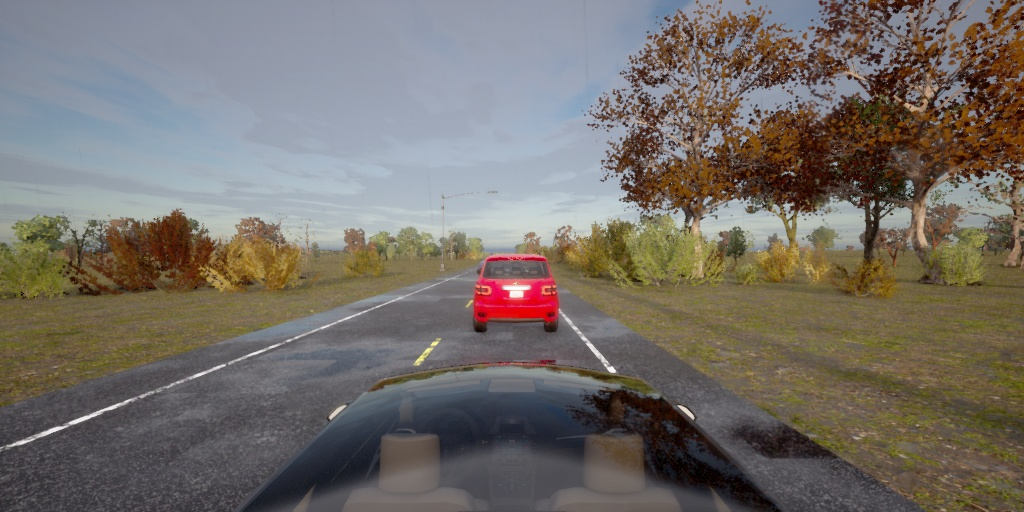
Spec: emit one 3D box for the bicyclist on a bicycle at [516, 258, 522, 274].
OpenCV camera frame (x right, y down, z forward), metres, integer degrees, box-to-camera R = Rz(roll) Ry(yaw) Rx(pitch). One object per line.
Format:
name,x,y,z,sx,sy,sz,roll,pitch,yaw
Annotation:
bicyclist on a bicycle,0.804,1.107,40.117,0.659,1.776,1.843,0,0,0

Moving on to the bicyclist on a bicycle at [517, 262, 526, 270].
bicyclist on a bicycle,0.874,1.110,30.104,0.659,1.776,1.843,0,0,0

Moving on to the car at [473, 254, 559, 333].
car,0.083,0.968,10.925,2.150,2.045,5.566,0,0,-1

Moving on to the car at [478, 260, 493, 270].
car,-3.874,1.260,52.700,1.812,1.442,4.674,0,0,-1
